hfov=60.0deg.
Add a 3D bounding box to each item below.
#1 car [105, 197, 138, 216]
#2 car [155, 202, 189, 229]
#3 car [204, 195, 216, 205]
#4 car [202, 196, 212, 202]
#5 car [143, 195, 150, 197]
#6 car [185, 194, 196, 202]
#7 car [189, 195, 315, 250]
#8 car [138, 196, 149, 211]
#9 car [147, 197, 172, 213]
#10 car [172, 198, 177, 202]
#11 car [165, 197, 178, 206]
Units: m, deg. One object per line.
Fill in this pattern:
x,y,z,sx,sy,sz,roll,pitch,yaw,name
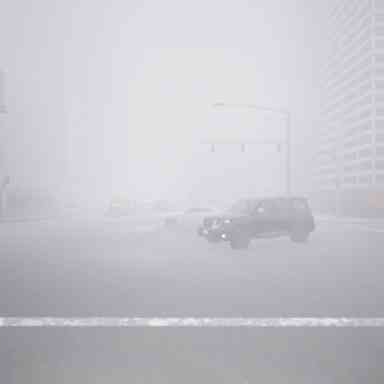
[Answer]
-7.160,1.423,33.174,2.097,1.767,4.553,0,0,1,car
0.232,1.571,21.257,4.674,1.442,1.812,0,0,0,car
3.430,1.490,64.859,2.097,1.767,4.553,0,0,0,car
3.419,1.528,74.757,2.033,1.411,5.357,0,0,0,car
-7.141,1.642,54.918,1.812,1.442,4.674,0,0,0,car
-0.069,1.357,64.082,2.150,2.045,5.566,0,0,0,car
2.953,1.252,14.763,5.566,2.045,2.150,0,-1,-29,car
-7.136,1.638,42.649,2.033,1.411,5.357,0,0,0,car
-3.623,1.586,38.041,1.837,1.490,4.892,0,0,0,car
-3.627,1.628,48.285,1.812,1.442,4.674,0,0,1,car
-3.628,1.690,59.283,1.994,1.385,4.181,0,0,0,car
